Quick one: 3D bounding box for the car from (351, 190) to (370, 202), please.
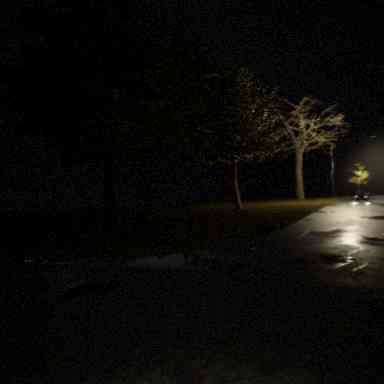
[{"bbox_3d":[22.033,0.527,43.572,1.837,1.490,4.892,-2,0,28],"label":"car"}]
